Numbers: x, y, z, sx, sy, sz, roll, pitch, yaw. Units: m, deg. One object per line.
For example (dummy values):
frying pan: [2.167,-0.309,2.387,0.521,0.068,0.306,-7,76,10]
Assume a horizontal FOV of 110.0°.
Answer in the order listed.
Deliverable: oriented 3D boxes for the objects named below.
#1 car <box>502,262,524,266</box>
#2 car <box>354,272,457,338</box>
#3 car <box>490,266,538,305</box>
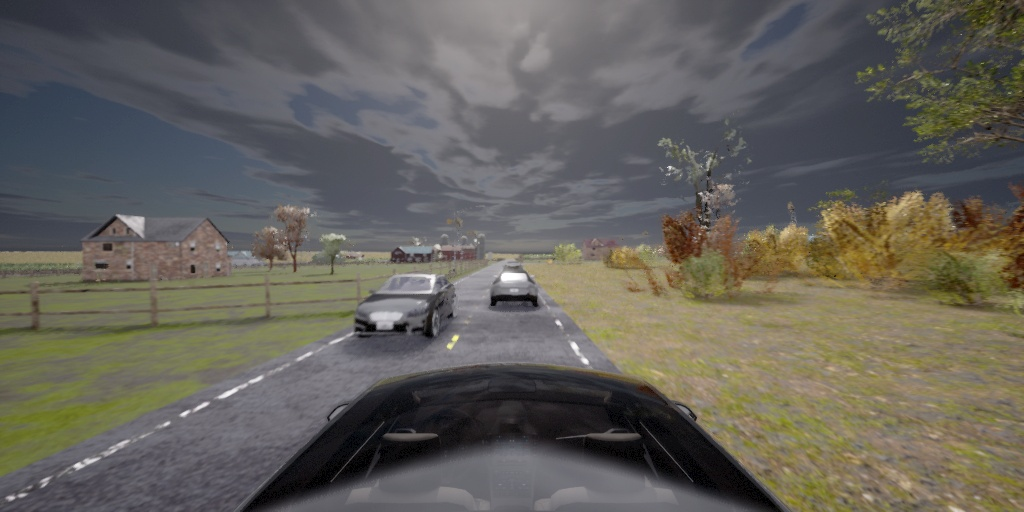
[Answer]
car: [0.095,1.256,33.476,1.837,1.490,4.892,0,0,0]
car: [-2.750,1.241,10.208,2.128,1.511,4.902,0,0,0]
car: [0.091,1.310,15.932,1.994,1.385,4.181,0,0,0]
